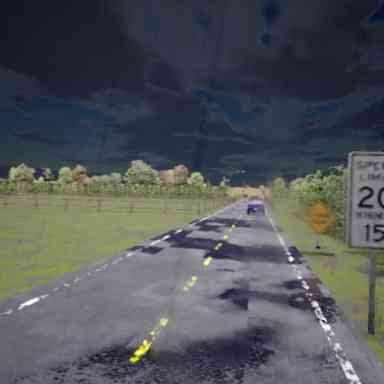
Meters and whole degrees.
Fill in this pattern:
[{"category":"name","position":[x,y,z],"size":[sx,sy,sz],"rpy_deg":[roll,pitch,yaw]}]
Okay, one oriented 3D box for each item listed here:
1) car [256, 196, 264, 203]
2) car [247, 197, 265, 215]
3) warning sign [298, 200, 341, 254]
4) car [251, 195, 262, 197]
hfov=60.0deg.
[{"category":"car","position":[17.675,1.915,86.445],"size":[1.882,1.535,5.008],"rpy_deg":[2,0,11]},{"category":"car","position":[7.219,1.670,37.421],"size":[1.882,1.535,5.008],"rpy_deg":[2,0,11]},{"category":"warning sign","position":[4.769,1.254,12.549],"size":[1.300,1.860,1.060],"rpy_deg":[2,0,11]},{"category":"car","position":[9.433,1.470,48.723],"size":[2.150,2.045,5.566],"rpy_deg":[2,0,11]}]
